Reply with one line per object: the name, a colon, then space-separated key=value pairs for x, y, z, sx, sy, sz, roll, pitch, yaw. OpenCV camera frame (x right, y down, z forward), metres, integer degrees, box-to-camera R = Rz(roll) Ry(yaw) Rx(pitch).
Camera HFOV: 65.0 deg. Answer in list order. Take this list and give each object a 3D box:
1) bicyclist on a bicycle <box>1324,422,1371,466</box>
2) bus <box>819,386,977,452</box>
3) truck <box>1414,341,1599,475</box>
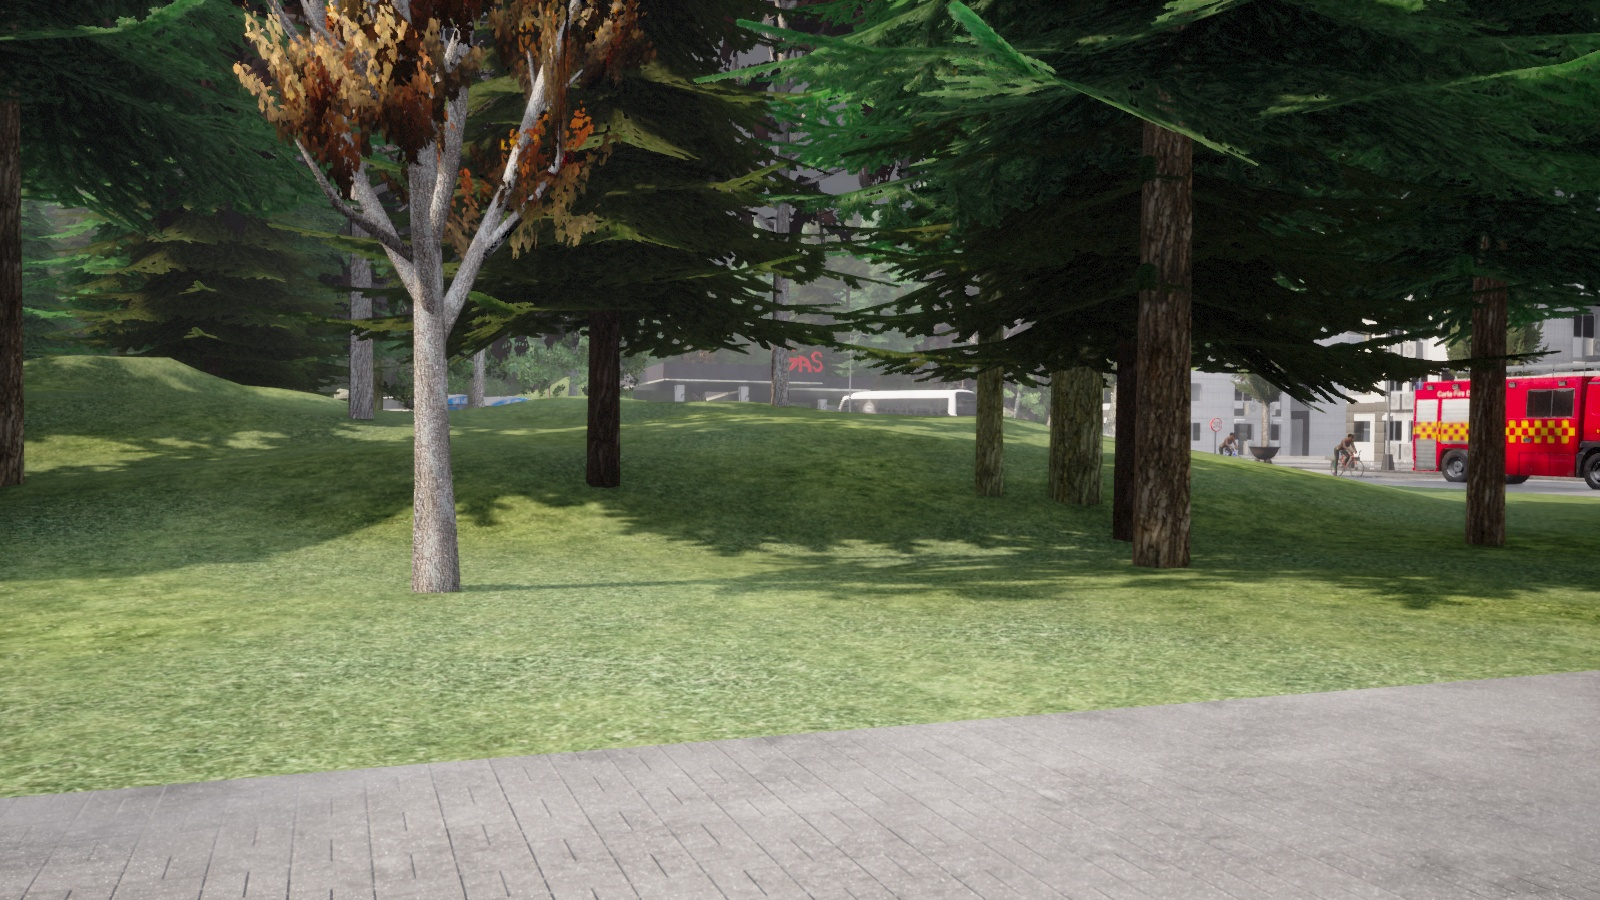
bicyclist on a bicycle: x=20.321 y=-0.227 z=46.636 sx=0.582 sy=1.620 sz=1.656 roll=-1 pitch=1 yaw=-20
bus: x=6.584 y=-2.040 z=85.565 sx=10.273 sy=4.253 sz=3.944 roll=0 pitch=0 yaw=39
truck: x=23.339 y=-1.245 z=38.456 sx=2.891 sy=3.827 sz=8.468 roll=-1 pitch=1 yaw=-20
